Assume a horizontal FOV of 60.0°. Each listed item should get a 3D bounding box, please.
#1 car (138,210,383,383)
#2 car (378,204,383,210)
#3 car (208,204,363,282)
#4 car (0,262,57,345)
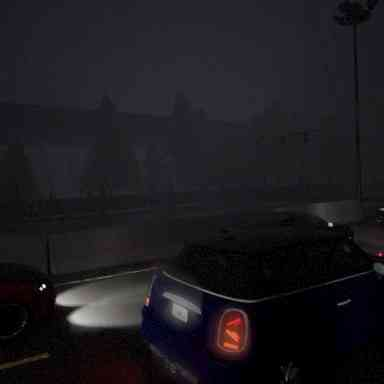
[{"bbox_3d":[1.592,1.313,4.915,4.553,1.767,2.097,-1,1,-36],"label":"car"},{"bbox_3d":[10.689,0.864,15.825,4.902,1.511,2.128,-4,2,-36],"label":"car"},{"bbox_3d":[3.068,1.321,10.304,5.008,1.535,1.882,-3,1,-36],"label":"car"},{"bbox_3d":[-4.303,1.565,4.983,4.181,1.385,1.994,0,0,-35],"label":"car"}]
